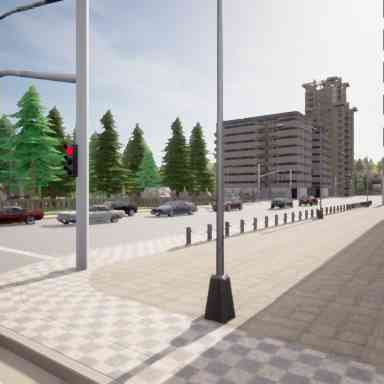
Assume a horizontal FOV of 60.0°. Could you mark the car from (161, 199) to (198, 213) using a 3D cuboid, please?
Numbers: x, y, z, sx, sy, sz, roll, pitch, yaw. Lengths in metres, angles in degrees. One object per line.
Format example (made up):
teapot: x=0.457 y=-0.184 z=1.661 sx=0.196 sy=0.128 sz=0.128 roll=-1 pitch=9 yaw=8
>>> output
car: x=-1.356 y=1.564 z=37.924 sx=1.994 sy=1.385 sz=4.181 roll=0 pitch=0 yaw=35

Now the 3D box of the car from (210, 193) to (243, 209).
car: x=4.891 y=1.221 z=46.629 sx=2.150 sy=2.045 sz=5.566 roll=0 pitch=0 yaw=36

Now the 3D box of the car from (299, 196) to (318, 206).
car: x=19.011 y=1.352 z=54.136 sx=2.097 sy=1.767 sz=4.553 roll=0 pitch=0 yaw=35

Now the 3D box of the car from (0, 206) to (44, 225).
car: x=-12.580 y=1.601 z=22.230 sx=1.895 sy=1.301 sz=4.718 roll=0 pitch=0 yaw=37

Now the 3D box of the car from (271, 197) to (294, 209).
car: x=12.095 y=1.503 z=44.411 sx=1.837 sy=1.490 sz=4.892 roll=0 pitch=0 yaw=35

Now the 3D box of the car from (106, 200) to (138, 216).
car: x=-7.099 y=1.478 z=29.852 sx=1.882 sy=1.535 sz=5.008 roll=0 pitch=0 yaw=36

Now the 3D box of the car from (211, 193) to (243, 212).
car: x=4.246 y=1.352 z=39.734 sx=2.097 sy=1.767 sz=4.553 roll=0 pitch=0 yaw=36

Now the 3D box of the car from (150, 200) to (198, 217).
car: x=-1.558 y=1.547 z=31.595 sx=2.033 sy=1.411 sz=5.357 roll=0 pitch=0 yaw=36

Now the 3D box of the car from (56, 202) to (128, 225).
car: x=-7.156 y=1.601 z=23.734 sx=1.895 sy=1.301 sz=4.718 roll=0 pitch=0 yaw=35
